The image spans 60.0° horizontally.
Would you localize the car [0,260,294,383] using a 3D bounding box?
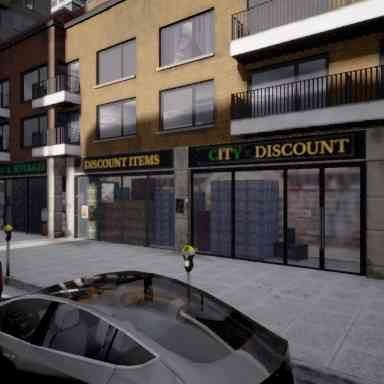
[{"bbox_3d":[-1.099,1.566,3.586,4.313,1.339,1.947,0,0,35],"label":"car"}]
